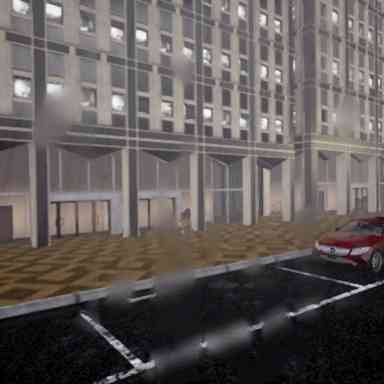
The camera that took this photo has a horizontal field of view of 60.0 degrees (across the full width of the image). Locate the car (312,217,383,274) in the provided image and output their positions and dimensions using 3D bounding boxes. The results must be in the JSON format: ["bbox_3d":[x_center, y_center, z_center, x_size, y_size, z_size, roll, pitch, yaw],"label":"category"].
[{"bbox_3d":[5.375,1.420,9.933,4.206,1.307,1.802,-1,1,-35],"label":"car"}]
